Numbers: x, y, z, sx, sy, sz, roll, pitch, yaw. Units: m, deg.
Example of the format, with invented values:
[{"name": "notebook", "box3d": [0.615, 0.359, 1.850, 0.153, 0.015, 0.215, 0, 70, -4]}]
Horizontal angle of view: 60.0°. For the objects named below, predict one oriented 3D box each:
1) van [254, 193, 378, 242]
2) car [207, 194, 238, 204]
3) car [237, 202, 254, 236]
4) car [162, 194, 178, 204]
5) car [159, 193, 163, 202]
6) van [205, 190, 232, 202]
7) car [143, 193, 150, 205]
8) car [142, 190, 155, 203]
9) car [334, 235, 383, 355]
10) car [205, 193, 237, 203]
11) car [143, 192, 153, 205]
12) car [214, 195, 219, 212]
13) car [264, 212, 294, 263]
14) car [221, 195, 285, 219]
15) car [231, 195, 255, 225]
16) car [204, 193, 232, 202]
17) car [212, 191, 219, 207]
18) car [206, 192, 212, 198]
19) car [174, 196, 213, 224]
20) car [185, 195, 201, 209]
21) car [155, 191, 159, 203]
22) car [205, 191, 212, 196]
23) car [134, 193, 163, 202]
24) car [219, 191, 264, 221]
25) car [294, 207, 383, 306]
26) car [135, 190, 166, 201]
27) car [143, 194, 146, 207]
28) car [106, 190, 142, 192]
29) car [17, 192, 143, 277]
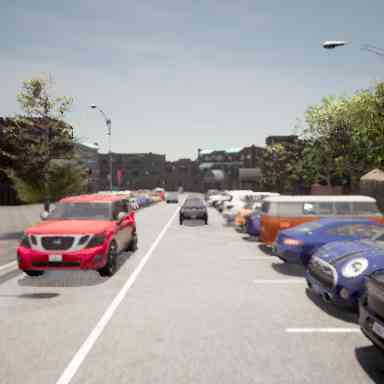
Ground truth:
[{"name": "van", "box3d": [4.766, 1.144, 12.116, 4.442, 1.987, 1.878, 0, 1, 0]}, {"name": "car", "box3d": [4.651, 1.059, 51.229, 4.674, 1.452, 2.002, 0, 1, 0]}, {"name": "car", "box3d": [4.678, 1.374, 14.914, 4.792, 1.488, 2.163, 0, 1, 0]}, {"name": "car", "box3d": [-3.071, 1.073, 52.736, 2.033, 1.411, 5.357, 0, 1, 0]}, {"name": "car", "box3d": [-7.650, 0.842, 56.375, 4.553, 1.767, 2.185, 0, 1, 0]}, {"name": "van", "box3d": [4.532, 0.737, 56.810, 4.442, 1.987, 1.878, 0, 1, 0]}, {"name": "car", "box3d": [-7.678, 1.171, 38.743, 4.674, 1.452, 2.002, 0, 1, 0]}, {"name": "car", "box3d": [-7.712, 0.952, 44.619, 4.553, 1.767, 2.185, 0, 1, 0]}, {"name": "car", "box3d": [4.645, 1.444, 3.863, 5.008, 1.535, 2.097, 0, 1, 0]}, {"name": "car", "box3d": [4.655, 0.995, 54.019, 4.892, 1.521, 2.231, 0, 1, 0]}, {"name": "car", "box3d": [-7.710, 1.134, 41.682, 4.792, 1.488, 2.163, 0, 1, 0]}, {"name": "car", "box3d": [4.619, 1.249, 28.882, 4.792, 1.488, 2.163, 0, 1, 0]}, {"name": "car", "box3d": [4.647, 1.435, 9.325, 4.674, 1.452, 2.002, 0, 1, 0]}, {"name": "car", "box3d": [4.681, 1.119, 26.084, 4.553, 1.767, 2.185, 0, 1, 0]}, {"name": "car", "box3d": [4.618, 1.194, 17.704, 4.553, 1.767, 2.185, 0, 1, 0]}, {"name": "car", "box3d": [4.643, 0.911, 59.621, 4.892, 1.521, 2.231, 0, 2, 0]}, {"name": "car", "box3d": [4.681, 1.042, 34.590, 4.553, 1.767, 2.185, 0, 1, 0]}, {"name": "car", "box3d": [4.643, 1.094, 42.848, 5.008, 1.535, 2.097, 0, 1, 0]}, {"name": "car", "box3d": [0.099, 1.286, 22.833, 2.128, 1.511, 4.902, 0, 1, 0]}, {"name": "car", "box3d": [0.099, 1.160, 40.570, 1.812, 1.442, 4.674, 0, 1, 0]}, {"name": "car", "box3d": [-7.687, 1.054, 47.433, 4.892, 1.521, 2.231, 0, 1, 0]}, {"name": "car", "box3d": [4.643, 1.044, 48.559, 4.892, 1.521, 2.231, 0, 1, 0]}, {"name": "car", "box3d": [-7.686, 0.920, 59.206, 5.008, 1.535, 2.097, 0, 1, 0]}, {"name": "car", "box3d": [4.677, 1.043, 20.498, 5.566, 2.045, 2.435, 0, 1, 0]}, {"name": "car", "box3d": [4.680, 1.294, 6.531, 4.553, 1.767, 2.185, 0, 1, 0]}, {"name": "car", "box3d": [-7.653, 0.595, 62.145, 5.566, 2.045, 2.435, 0, 1, 0]}, {"name": "car", "box3d": [-7.678, 1.198, 35.681, 4.674, 1.452, 2.002, 0, 0, 0]}, {"name": "car", "box3d": [-7.709, 0.959, 29.927, 5.566, 2.045, 2.435, 0, 1, 0]}, {"name": "car", "box3d": [-3.100, 1.128, 10.303, 2.150, 2.045, 5.566, 0, 0, 0]}]
